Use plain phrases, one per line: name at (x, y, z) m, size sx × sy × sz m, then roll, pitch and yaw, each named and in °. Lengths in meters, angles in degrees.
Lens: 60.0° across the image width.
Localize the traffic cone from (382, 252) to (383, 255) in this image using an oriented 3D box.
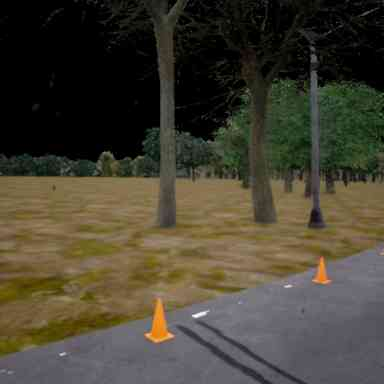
traffic cone at (6.799, 1.876, 11.567) m, size 0.340 × 0.580 × 0.340 m, roll -1°, pitch 0°, yaw -44°

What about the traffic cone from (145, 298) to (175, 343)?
traffic cone at (-0.505, 1.965, 5.203) m, size 0.340 × 0.580 × 0.340 m, roll 0°, pitch 0°, yaw -38°

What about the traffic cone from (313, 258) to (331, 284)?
traffic cone at (3.237, 1.929, 8.281) m, size 0.340 × 0.580 × 0.340 m, roll -1°, pitch 0°, yaw -41°
